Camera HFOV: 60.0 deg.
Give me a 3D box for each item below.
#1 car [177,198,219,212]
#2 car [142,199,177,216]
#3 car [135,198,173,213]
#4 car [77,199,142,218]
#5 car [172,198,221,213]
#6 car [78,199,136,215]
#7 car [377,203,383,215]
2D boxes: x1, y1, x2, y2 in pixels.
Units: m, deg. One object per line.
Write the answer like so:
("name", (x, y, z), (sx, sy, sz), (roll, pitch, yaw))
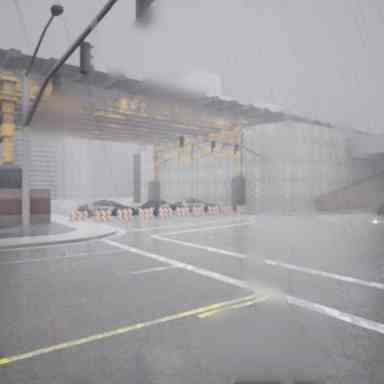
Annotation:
("car", (0.338, 1.261, 35.422), (4.536, 1.218, 1.853), (0, 0, -7))
("car", (-3.521, 1.428, 31.670), (2.038, 1.542, 4.974), (0, 0, 18))
("car", (-3.506, 1.270, 31.719), (1.853, 1.218, 4.536), (0, 0, 18))
("car", (-7.267, 1.435, 28.985), (4.974, 1.542, 2.038), (0, 0, 8))
("car", (0.390, 1.419, 35.428), (4.974, 1.542, 2.038), (0, 0, -7))
("car", (-7.319, 1.278, 28.992), (4.536, 1.218, 1.853), (0, 0, 8))
("car", (19.421, 1.422, 31.597), (5.008, 1.535, 1.882), (0, 0, -37))
